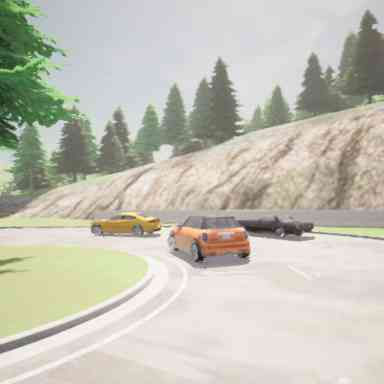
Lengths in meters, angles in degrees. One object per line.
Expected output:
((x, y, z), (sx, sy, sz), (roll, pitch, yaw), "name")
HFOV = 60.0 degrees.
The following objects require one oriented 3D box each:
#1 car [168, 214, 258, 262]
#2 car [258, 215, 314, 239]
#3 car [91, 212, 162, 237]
((0.536, 1.699, 13.903), (2.097, 1.767, 4.553), (-1, -1, -19), "car")
((4.841, 2.022, 20.291), (1.895, 1.301, 4.718), (0, -2, -37), "car")
((-4.500, 2.139, 22.559), (5.008, 1.535, 1.882), (-2, -2, 20), "car")
